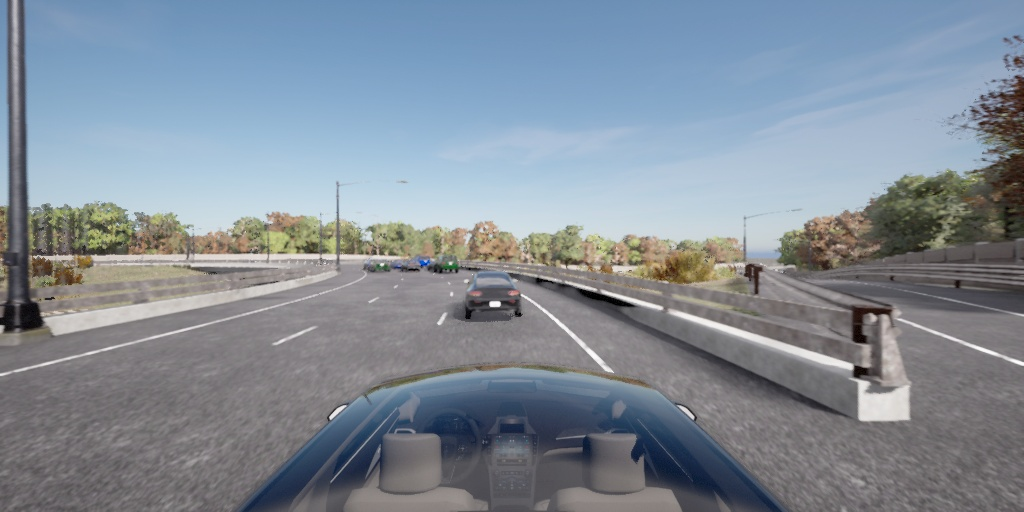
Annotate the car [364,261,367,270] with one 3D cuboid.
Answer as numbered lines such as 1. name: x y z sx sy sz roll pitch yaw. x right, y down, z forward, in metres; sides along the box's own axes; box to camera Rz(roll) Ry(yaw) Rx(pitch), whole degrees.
1. car: -20.509 1.156 53.035 2.097 1.767 4.553 -1 0 -32

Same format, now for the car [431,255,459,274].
1. car: -7.689 0.944 41.986 2.150 2.045 5.566 0 0 -21

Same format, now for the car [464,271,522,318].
1. car: -0.746 1.262 12.909 1.812 1.442 4.674 0 0 -6

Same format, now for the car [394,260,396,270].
1. car: -17.460 1.341 54.754 1.994 1.385 4.181 -1 0 -32

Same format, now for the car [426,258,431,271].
1. car: -9.827 1.284 47.249 2.033 1.411 5.357 0 0 -26

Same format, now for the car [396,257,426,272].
1. car: -12.825 1.252 45.400 2.128 1.511 4.902 0 0 -26

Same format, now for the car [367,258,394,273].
1. car: -16.666 1.142 45.361 2.097 1.767 4.553 0 0 -26

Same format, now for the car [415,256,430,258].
1. car: -14.415 0.970 56.471 2.150 2.045 5.566 -1 0 -32
